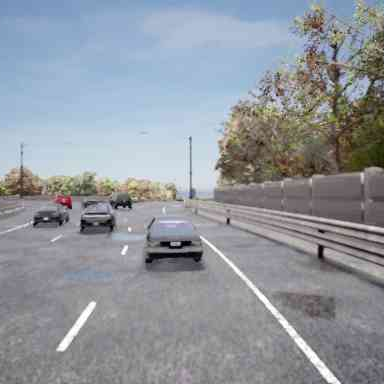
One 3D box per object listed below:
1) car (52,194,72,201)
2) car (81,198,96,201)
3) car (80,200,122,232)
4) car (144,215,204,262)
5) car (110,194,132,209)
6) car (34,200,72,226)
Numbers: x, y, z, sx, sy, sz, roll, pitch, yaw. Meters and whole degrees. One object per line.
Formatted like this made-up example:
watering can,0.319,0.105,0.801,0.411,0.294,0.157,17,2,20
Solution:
car,-18.128,1.291,46.450,2.150,2.045,5.566,0,0,-26
car,-14.367,1.557,46.598,1.837,1.490,4.892,0,0,-25
car,-5.658,1.513,20.452,2.128,1.511,4.902,0,0,-11
car,-0.766,1.550,12.137,2.033,1.411,5.357,0,0,-7
car,-9.653,1.258,44.809,2.150,2.045,5.566,0,0,-24
car,-9.945,1.564,23.735,1.812,1.442,4.674,0,0,-13
